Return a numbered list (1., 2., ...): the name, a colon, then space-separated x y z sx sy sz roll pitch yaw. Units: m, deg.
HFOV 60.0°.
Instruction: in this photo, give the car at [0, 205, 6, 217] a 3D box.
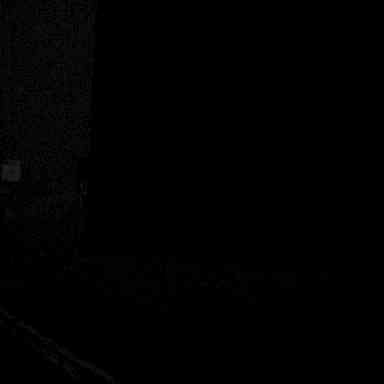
1. car: -20.374 1.846 33.805 2.128 1.511 4.902 3 -1 -16
